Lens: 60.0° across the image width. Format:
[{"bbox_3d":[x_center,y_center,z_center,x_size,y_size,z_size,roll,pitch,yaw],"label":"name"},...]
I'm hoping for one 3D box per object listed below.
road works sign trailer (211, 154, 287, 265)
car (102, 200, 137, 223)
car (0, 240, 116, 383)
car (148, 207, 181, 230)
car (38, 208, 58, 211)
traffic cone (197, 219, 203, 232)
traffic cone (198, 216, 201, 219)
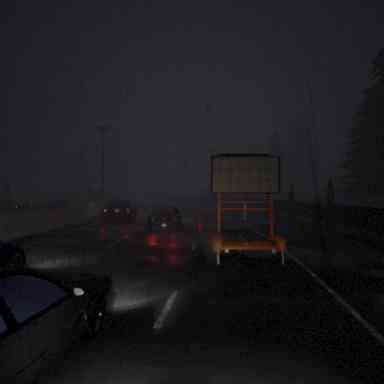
[{"bbox_3d":[1.846,0.464,11.687,2.380,3.560,2.880,0,0,1],"label":"road works sign trailer"},{"bbox_3d":[-5.384,1.350,25.301,2.097,1.767,4.553,0,0,-4],"label":"car"},{"bbox_3d":[-2.586,1.547,3.579,2.033,1.411,5.357,0,0,8],"label":"car"},{"bbox_3d":[-1.651,1.600,21.286,1.895,1.301,4.718,0,0,-1],"label":"car"},{"bbox_3d":[-13.416,1.503,32.824,1.837,1.490,4.892,0,0,-9],"label":"car"},{"bbox_3d":[0.467,1.954,18.709,0.340,0.580,0.340,0,0,1],"label":"traffic cone"},{"bbox_3d":[0.498,1.954,20.709,0.340,0.580,0.340,0,0,1],"label":"traffic cone"}]
